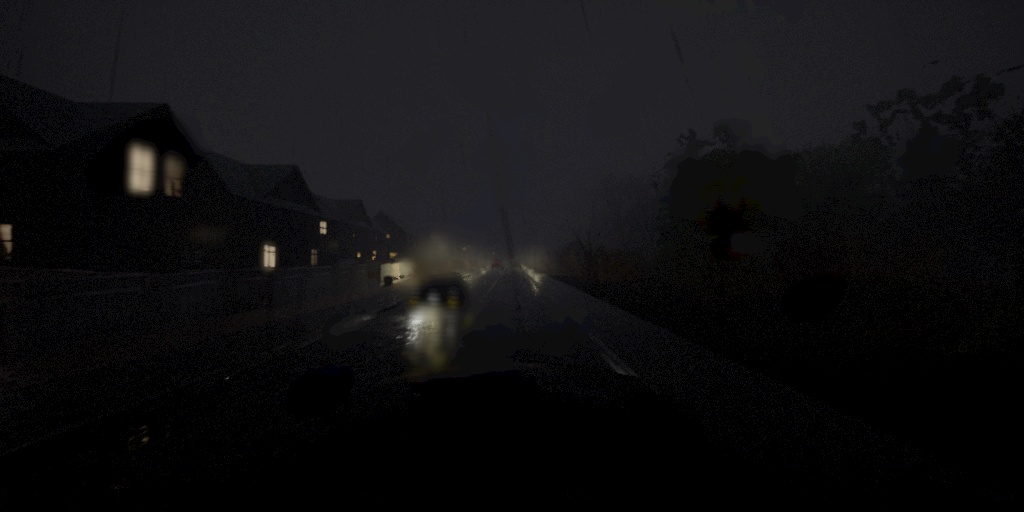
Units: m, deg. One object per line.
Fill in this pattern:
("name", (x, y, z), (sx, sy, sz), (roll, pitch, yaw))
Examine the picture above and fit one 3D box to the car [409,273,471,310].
("car", (-2.853, 1.403, 15.006), (1.994, 1.385, 4.181), (0, 0, 0))
